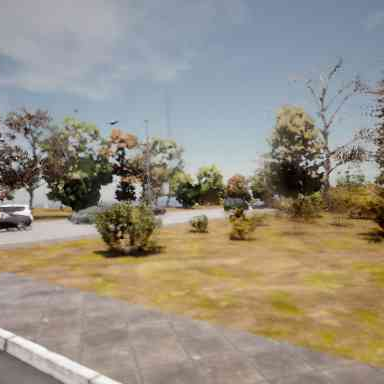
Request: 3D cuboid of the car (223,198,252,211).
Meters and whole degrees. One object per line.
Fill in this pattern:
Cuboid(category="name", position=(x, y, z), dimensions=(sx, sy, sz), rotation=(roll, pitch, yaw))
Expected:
Cuboid(category="car", position=(6.761, 1.990, 51.411), dimensions=(2.150, 2.045, 5.566), rotation=(-3, -2, 33))

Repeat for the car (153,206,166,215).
Cuboid(category="car", position=(-5.592, 2.586, 45.196), dimensions=(1.895, 1.301, 4.718), rotation=(-3, -2, 32))

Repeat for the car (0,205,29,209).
Cuboid(category="car", position=(-16.455, 2.135, 28.198), dimensions=(2.150, 2.045, 5.566), rotation=(-3, -2, 33))

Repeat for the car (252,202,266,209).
Cuboid(category="car", position=(12.432, 2.464, 60.303), dimensions=(1.895, 1.301, 4.718), rotation=(-3, -2, 33))

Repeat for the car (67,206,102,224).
Cuboid(category="car", position=(-9.505, 2.133, 32.475), dimensions=(2.097, 1.767, 4.553), rotation=(-3, -2, 32))

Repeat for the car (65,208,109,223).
Cuboid(category="car", position=(-11.349, 2.498, 36.065), dimensions=(1.994, 1.385, 4.181), rotation=(-3, -2, 33))

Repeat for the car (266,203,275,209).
Cuboid(category="car", position=(15.148, 2.275, 58.060), dimensions=(1.994, 1.385, 4.181), rotation=(-3, -2, 33))

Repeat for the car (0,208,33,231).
Cuboid(category="car", position=(-14.535, 2.257, 24.806), dimensions=(2.128, 1.511, 4.902), rotation=(-3, -2, 34))
